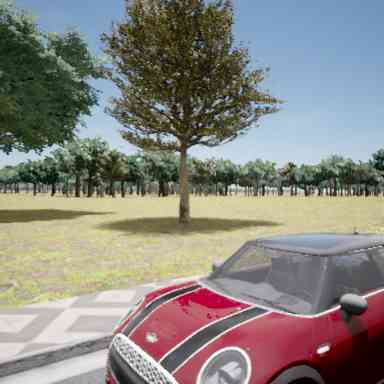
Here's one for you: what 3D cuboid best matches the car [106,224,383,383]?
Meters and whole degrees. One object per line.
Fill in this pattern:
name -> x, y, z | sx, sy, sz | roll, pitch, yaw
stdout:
car -> 1.300, 1.367, 4.181 | 4.553, 1.767, 2.097 | 0, 0, -35
